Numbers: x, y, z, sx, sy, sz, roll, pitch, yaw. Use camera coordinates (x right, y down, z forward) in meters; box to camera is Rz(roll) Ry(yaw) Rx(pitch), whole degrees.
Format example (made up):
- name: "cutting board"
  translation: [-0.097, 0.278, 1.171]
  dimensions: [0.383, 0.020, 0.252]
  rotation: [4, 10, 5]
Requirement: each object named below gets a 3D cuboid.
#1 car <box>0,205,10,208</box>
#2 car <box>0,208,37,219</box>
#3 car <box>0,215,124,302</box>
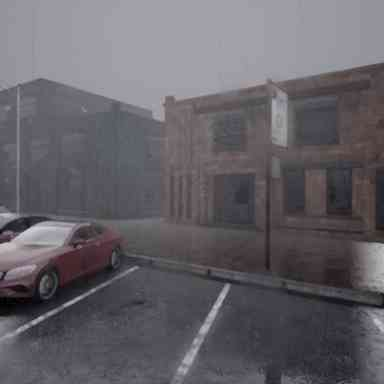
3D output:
- name: "car"
  translation: [-8.239, 1.225, 11.743]
  dimensions: [2.185, 1.767, 4.553]
  rotation: [1, 0, 15]
- name: "car"
  translation: [-5.788, 1.409, 9.980]
  dimensions: [2.163, 1.488, 4.792]
  rotation: [1, 0, 15]
- name: "car"
  translation: [-3.307, 1.451, 8.308]
  dimensions: [2.002, 1.452, 4.674]
  rotation: [1, 0, 15]
